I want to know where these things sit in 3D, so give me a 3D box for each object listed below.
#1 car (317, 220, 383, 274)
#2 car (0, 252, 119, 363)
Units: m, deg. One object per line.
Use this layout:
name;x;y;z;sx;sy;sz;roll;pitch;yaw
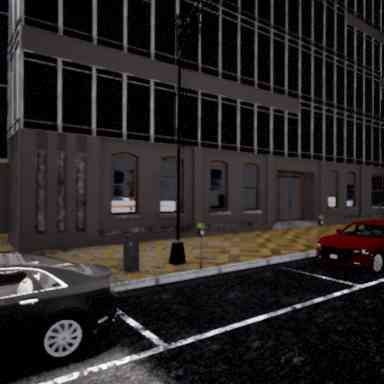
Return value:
car;5.853;1.590;10.733;4.507;1.381;1.887;0;0;-36
car;-3.165;1.550;4.298;4.403;1.369;2.008;0;0;-36
